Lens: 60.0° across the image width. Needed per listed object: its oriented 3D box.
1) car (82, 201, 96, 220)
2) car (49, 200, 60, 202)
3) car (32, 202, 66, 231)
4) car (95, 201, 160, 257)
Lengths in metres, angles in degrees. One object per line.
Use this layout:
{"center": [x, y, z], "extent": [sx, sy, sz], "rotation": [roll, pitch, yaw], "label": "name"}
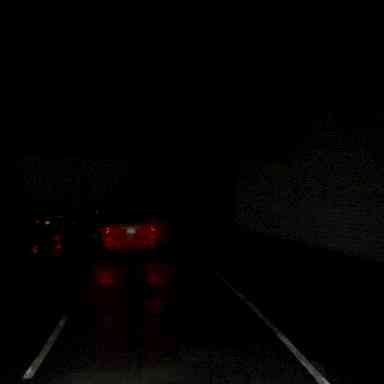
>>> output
{"center": [-8.800, 1.577, 29.999], "extent": [1.882, 1.535, 5.008], "rotation": [0, 0, -21], "label": "car"}
{"center": [-15.553, 1.680, 37.608], "extent": [1.812, 1.442, 4.674], "rotation": [0, 0, -21], "label": "car"}
{"center": [-9.261, 1.617, 21.563], "extent": [1.812, 1.442, 4.674], "rotation": [0, 0, -21], "label": "car"}
{"center": [-2.711, 1.388, 13.530], "extent": [2.097, 1.767, 4.553], "rotation": [0, 0, -17], "label": "car"}
